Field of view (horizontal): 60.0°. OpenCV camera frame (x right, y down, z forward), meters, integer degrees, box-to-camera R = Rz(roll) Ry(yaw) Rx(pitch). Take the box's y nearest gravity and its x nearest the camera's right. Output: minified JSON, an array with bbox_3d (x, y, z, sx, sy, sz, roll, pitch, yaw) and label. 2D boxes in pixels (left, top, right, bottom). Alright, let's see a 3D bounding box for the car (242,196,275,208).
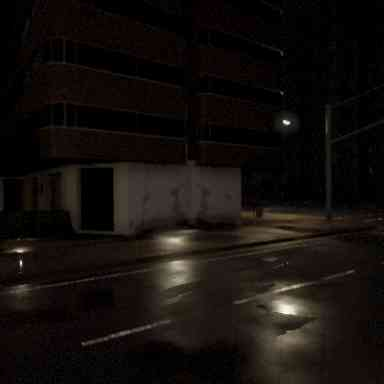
[{"bbox_3d":[8.462,1.288,42.627,1.812,1.442,4.674,-1,0,-36],"label":"car"}]
